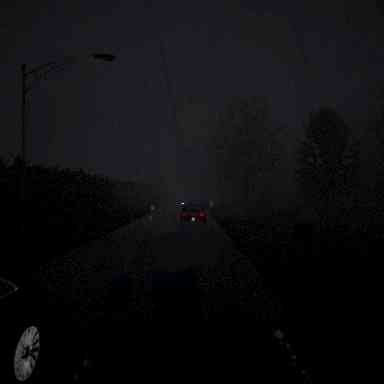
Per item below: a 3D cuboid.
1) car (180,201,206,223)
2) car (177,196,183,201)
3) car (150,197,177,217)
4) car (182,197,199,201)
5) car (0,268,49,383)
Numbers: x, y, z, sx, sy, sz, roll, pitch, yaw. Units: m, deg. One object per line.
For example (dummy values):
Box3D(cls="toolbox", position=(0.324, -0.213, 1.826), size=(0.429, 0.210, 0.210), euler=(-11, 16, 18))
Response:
Box3D(cls="car", position=(0.099, 1.652, 25.953), size=(1.895, 1.301, 4.718), euler=(0, 0, 0))
Box3D(cls="car", position=(-2.742, 1.542, 73.654), size=(1.812, 1.442, 4.674), euler=(0, 0, 0))
Box3D(cls="car", position=(-2.844, 1.410, 32.400), size=(2.097, 1.767, 4.553), euler=(0, 0, 0))
Box3D(cls="car", position=(0.102, 1.542, 42.073), size=(1.882, 1.535, 5.008), euler=(0, 0, 0))
Box3D(cls="car", position=(-2.840, 1.498, 2.551), size=(2.128, 1.511, 4.902), euler=(0, 0, 0))
